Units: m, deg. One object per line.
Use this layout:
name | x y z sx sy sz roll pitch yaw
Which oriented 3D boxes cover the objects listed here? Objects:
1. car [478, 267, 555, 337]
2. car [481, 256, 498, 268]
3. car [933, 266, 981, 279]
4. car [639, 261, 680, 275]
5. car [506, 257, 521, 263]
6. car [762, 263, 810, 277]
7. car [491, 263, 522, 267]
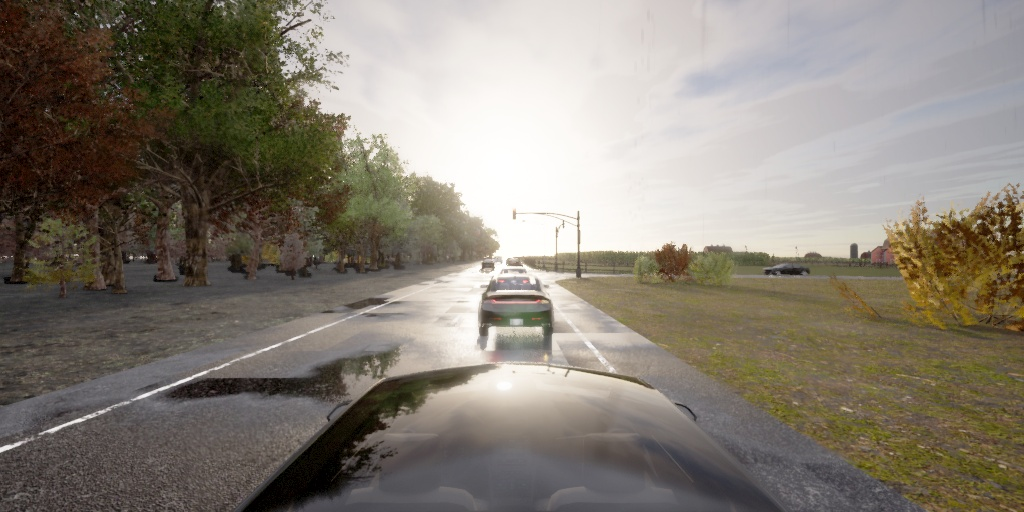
car | 0.090 1.244 10.319 2.128 1.511 4.902 0 0 0
car | -3.470 1.233 53.423 1.882 1.535 5.008 0 0 0
car | 48.857 1.882 39.292 4.718 1.301 1.895 1 -1 1
car | 17.682 1.355 43.049 4.553 1.767 2.097 1 -1 1
car | 0.255 1.260 54.415 1.837 1.490 4.892 -2 0 -10
car | 32.784 1.644 42.964 5.008 1.535 1.882 1 -1 0
car | 0.076 1.302 20.060 2.033 1.411 5.357 0 0 0
